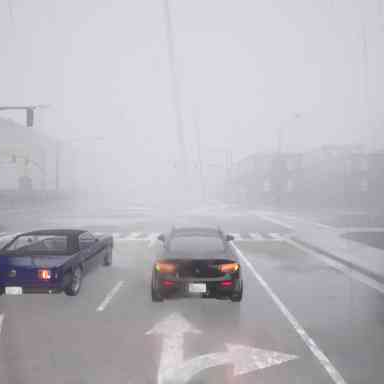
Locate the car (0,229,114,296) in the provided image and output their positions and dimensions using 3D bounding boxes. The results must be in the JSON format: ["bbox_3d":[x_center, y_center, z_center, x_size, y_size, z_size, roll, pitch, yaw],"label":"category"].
[{"bbox_3d":[-3.398,1.601,8.591,1.895,1.301,4.718,0,0,0],"label":"car"}]

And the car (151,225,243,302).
[{"bbox_3d":[0.100,1.526,8.158,1.812,1.442,4.674,0,0,0],"label":"car"}]
